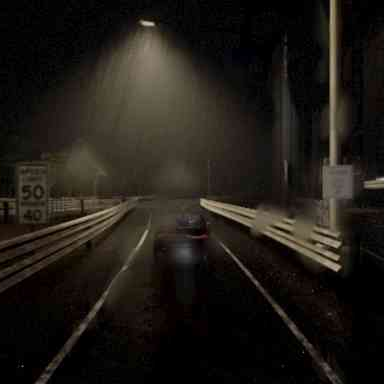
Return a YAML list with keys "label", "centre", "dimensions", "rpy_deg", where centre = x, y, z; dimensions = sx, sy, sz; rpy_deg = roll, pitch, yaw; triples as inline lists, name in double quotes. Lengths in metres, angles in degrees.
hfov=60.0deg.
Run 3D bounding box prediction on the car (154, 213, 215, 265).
- label: "car"
  centre: [-0.311, 1.490, 11.716]
  dimensions: [2.128, 1.511, 4.902]
  rpy_deg: [0, 0, -3]
